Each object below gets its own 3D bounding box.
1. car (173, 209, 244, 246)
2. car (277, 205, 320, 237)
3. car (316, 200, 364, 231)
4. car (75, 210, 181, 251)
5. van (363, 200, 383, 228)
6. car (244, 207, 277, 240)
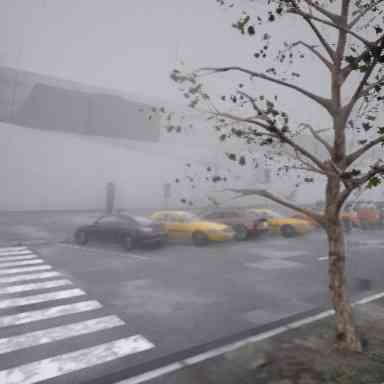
[{"bbox_3d":[-0.496,1.593,16.069,5.366,1.575,1.946,-1,-2,34],"label":"car"},{"bbox_3d":[4.360,1.677,19.534,5.366,1.575,1.946,-1,-2,34],"label":"car"},{"bbox_3d":[9.086,1.633,23.087,4.553,1.767,2.185,-1,-1,34],"label":"car"},{"bbox_3d":[-3.076,1.600,14.435,4.674,1.452,2.002,-1,-1,34],"label":"car"},{"bbox_3d":[11.595,1.567,24.783,4.442,1.987,1.878,-1,-2,34],"label":"van"},{"bbox_3d":[1.751,1.669,17.918,4.792,1.488,2.163,-1,-1,34],"label":"car"}]
